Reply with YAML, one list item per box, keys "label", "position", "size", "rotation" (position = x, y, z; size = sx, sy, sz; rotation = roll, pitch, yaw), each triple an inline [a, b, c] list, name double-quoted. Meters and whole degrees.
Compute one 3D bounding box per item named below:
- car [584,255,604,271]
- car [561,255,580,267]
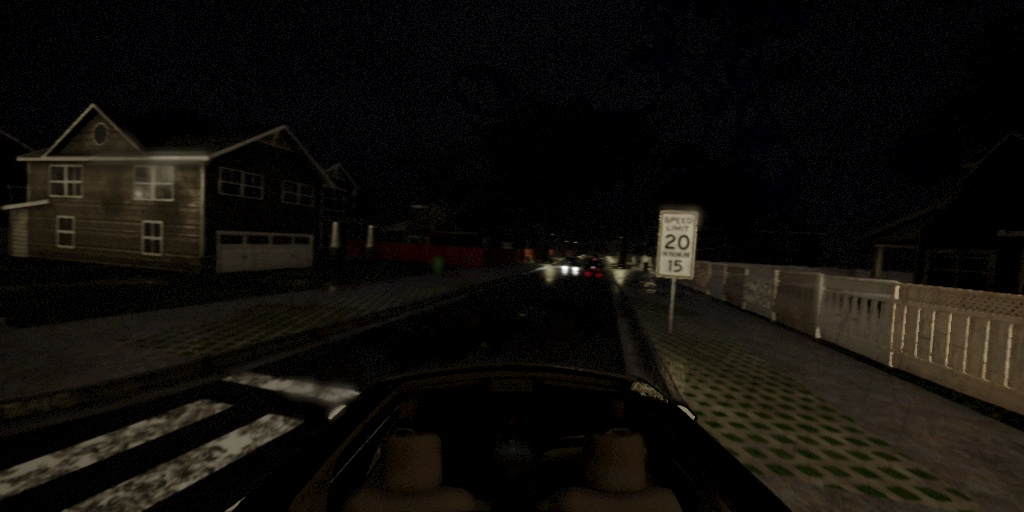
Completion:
- label: "car"
  position: [8.887, 0.817, 38.865]
  size: [1.895, 1.301, 4.718]
  rotation: [4, 2, 15]
- label: "car"
  position: [7.239, 0.537, 43.753]
  size: [1.994, 1.385, 4.181]
  rotation: [4, 2, 14]
